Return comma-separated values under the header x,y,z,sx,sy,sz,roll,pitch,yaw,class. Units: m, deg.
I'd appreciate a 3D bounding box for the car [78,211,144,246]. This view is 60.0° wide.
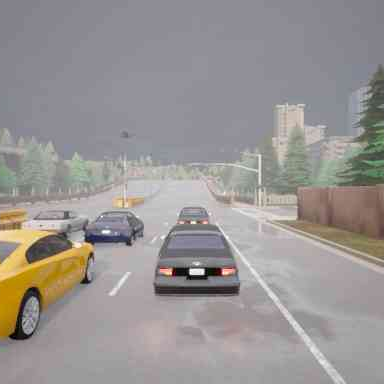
x,y,z,sx,sy,sz,roll,pitch,yaw,class
-3.426,1.564,15.310,1.994,1.385,4.181,0,0,0,car

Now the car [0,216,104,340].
x,y,z,sx,sy,sz,roll,pitch,yaw,class
-3.409,1.478,6.553,1.882,1.535,5.008,0,0,0,car

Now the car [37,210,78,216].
x,y,z,sx,sy,sz,roll,pitch,yaw,class
-6.924,1.601,17.537,1.895,1.301,4.718,0,0,0,car

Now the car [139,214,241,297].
x,y,z,sx,sy,sz,roll,pitch,yaw,class
0.088,1.547,8.764,2.033,1.411,5.357,0,0,0,car

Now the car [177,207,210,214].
x,y,z,sx,sy,sz,roll,pitch,yaw,class
0.098,1.547,18.831,2.033,1.411,5.357,0,0,1,car
